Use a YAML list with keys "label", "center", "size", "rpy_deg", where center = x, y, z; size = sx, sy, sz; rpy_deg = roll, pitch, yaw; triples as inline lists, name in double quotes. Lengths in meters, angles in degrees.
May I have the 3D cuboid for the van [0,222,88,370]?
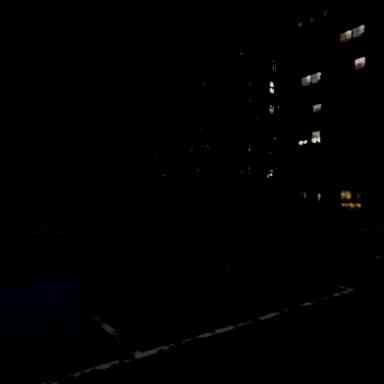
- label: "van"
  center: [-3.357, 1.339, 4.108]
  size: [3.998, 1.788, 1.690]
  rpy_deg: [0, 1, -35]
